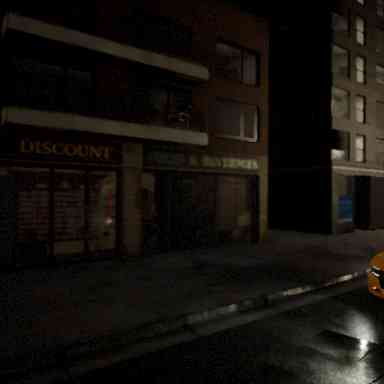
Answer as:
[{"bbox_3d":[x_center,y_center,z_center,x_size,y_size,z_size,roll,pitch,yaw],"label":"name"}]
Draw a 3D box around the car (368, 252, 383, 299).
[{"bbox_3d":[5.888,1.539,7.458,5.008,1.535,1.882,1,0,-36],"label":"car"}]
